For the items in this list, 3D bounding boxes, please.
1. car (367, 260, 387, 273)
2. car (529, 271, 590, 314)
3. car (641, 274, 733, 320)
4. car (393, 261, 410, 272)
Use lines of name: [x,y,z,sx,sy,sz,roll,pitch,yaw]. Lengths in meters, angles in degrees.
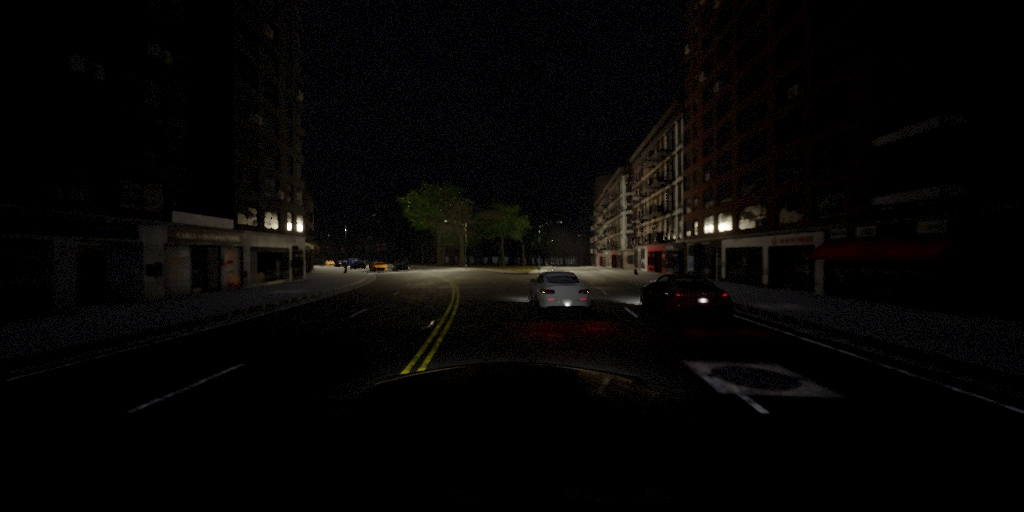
car: [-19.288,1.575,51.779,1.882,1.535,5.008,-1,0,-29]
car: [1.709,1.295,13.674,1.812,1.442,4.674,0,0,-1]
car: [5.965,1.314,12.715,1.994,1.385,4.181,0,0,7]
car: [-16.597,1.568,53.701,1.837,1.490,4.892,-1,0,-29]
